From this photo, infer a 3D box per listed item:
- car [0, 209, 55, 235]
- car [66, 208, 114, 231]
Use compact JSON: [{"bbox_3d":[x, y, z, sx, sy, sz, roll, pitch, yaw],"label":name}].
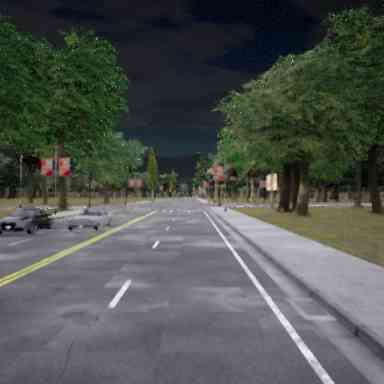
[{"bbox_3d":[-9.831,1.705,19.800,1.994,1.385,4.181,0,0,0],"label":"car"},{"bbox_3d":[-6.579,1.759,21.890,1.895,1.301,4.718,0,0,0],"label":"car"}]
